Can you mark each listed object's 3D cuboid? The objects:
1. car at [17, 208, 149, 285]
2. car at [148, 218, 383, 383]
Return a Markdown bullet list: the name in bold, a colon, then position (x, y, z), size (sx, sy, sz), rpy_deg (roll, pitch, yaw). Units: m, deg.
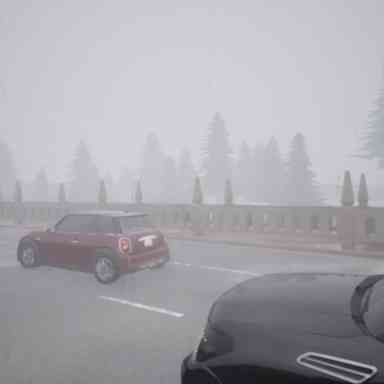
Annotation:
- **car**: position (-2.925, 1.313, 9.556), size (4.553, 1.767, 2.097), rpy_deg (0, 0, 31)
- **car**: position (2.558, 1.204, 1.978), size (5.566, 2.045, 2.150), rpy_deg (0, 0, 35)
